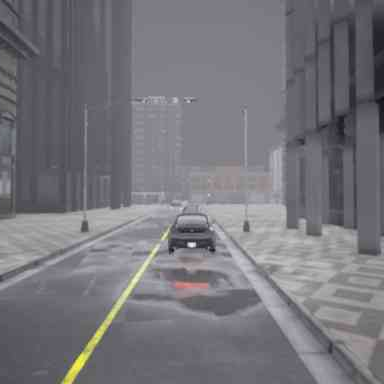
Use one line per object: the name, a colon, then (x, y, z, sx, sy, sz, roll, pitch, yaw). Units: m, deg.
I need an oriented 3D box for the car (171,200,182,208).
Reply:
car: (-3.038, 2.213, 64.949, 1.882, 1.535, 5.008, 0, -1, 1)

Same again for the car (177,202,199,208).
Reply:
car: (-0.003, 1.854, 29.346, 1.994, 1.385, 4.181, 0, -1, 0)

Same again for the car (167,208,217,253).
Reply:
car: (0.001, 1.647, 14.306, 1.837, 1.490, 4.892, 0, 0, 0)
